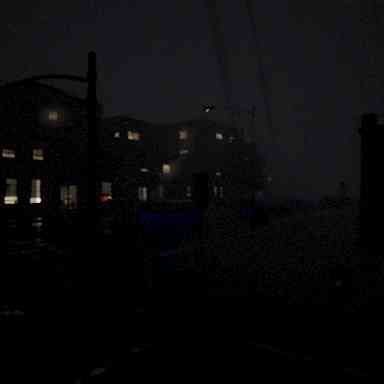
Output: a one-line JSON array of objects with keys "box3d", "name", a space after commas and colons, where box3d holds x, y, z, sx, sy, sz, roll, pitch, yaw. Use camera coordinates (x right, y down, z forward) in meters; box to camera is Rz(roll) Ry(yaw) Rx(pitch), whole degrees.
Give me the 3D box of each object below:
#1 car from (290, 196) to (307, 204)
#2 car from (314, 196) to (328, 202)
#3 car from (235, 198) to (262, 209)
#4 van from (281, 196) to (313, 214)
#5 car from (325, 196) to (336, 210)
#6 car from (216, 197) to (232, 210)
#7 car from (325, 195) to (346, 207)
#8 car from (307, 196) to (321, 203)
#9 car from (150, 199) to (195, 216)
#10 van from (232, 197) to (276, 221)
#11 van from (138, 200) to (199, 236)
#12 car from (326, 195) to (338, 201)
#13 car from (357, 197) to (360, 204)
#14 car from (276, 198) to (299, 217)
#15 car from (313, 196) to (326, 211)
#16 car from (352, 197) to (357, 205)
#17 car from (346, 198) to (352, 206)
[{"box3d": [20.534, 1.574, 63.913, 1.887, 1.381, 4.507, 1, 0, 35], "name": "car"}, {"box3d": [30.051, 1.660, 77.471, 1.947, 1.339, 4.313, 1, 0, 35], "name": "car"}, {"box3d": [7.844, 1.498, 45.837, 1.887, 1.381, 4.507, 1, 0, 35], "name": "car"}, {"box3d": [11.521, 1.393, 36.486, 1.690, 1.788, 3.998, 1, 0, 35], "name": "van"}, {"box3d": [17.863, 1.653, 45.525, 1.947, 1.339, 4.313, 1, 0, 35], "name": "car"}, {"box3d": [4.672, 1.376, 41.317, 1.967, 1.590, 4.097, 1, 0, 35], "name": "car"}, {"box3d": [21.039, 1.420, 50.045, 2.192, 1.841, 5.009, 1, 0, 35], "name": "car"}, {"box3d": [26.782, 1.596, 72.812, 1.752, 1.417, 4.829, 1, 0, 35], "name": "car"}, {"box3d": [-1.772, 1.429, 32.139, 1.752, 1.417, 4.829, 1, 0, 35], "name": "car"}, {"box3d": [5.175, 1.360, 27.448, 1.690, 1.788, 3.998, 1, 0, 35], "name": "van"}, {"box3d": [-1.170, 1.332, 18.409, 1.690, 1.788, 3.998, 1, 0, 35], "name": "van"}, {"box3d": [36.398, 1.580, 86.508, 1.967, 1.590, 4.097, 1, 0, 35], "name": "car"}, {"box3d": [33.727, 1.732, 68.122, 1.887, 1.381, 4.507, 1, 0, 35], "name": "car"}, {"box3d": [8.345, 1.580, 31.967, 1.887, 1.381, 4.507, 1, 0, 35], "name": "car"}, {"box3d": [14.789, 1.595, 41.146, 1.752, 1.417, 4.829, 1, 0, 35], "name": "car"}, {"box3d": [27.480, 1.671, 59.223, 1.752, 1.417, 4.829, 1, 0, 35], "name": "car"}, {"box3d": [24.212, 1.440, 54.564, 2.192, 1.841, 5.009, 1, 0, 35], "name": "car"}]
